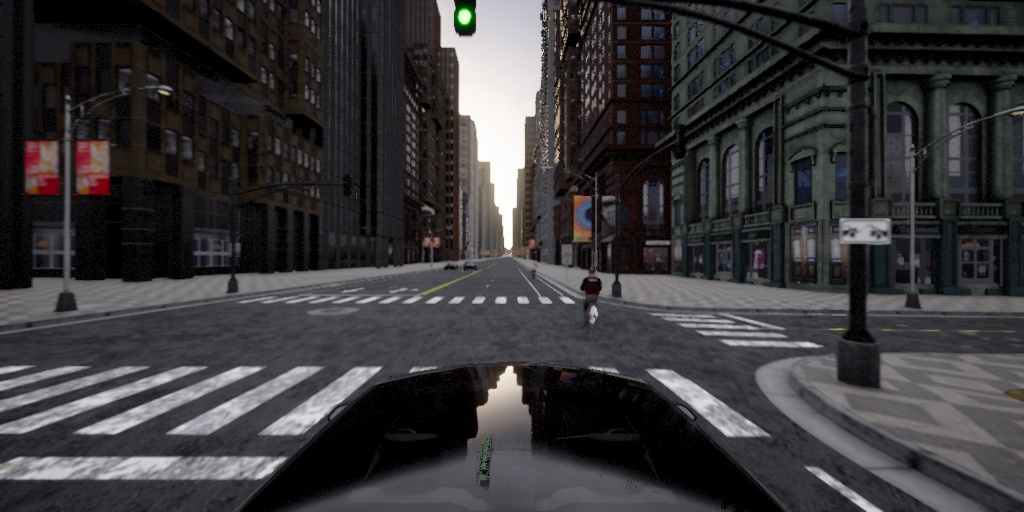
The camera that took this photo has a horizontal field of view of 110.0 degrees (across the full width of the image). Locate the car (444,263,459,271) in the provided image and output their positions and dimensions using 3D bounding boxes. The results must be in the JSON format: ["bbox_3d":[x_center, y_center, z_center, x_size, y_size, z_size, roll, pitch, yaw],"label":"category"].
[{"bbox_3d":[-10.072,1.746,59.499,1.895,1.301,4.718,0,0,0],"label":"car"}]

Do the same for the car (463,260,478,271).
[{"bbox_3d":[-6.822,1.506,59.578,2.097,1.767,4.553,0,0,0],"label":"car"}]

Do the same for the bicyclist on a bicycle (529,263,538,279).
[{"bbox_3d":[2.067,1.443,34.387,0.866,1.612,1.509,0,0,0],"label":"bicyclist on a bicycle"}]

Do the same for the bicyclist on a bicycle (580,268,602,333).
[{"bbox_3d":[2.214,1.214,10.237,0.659,1.776,1.843,2,0,0],"label":"bicyclist on a bicycle"}]
